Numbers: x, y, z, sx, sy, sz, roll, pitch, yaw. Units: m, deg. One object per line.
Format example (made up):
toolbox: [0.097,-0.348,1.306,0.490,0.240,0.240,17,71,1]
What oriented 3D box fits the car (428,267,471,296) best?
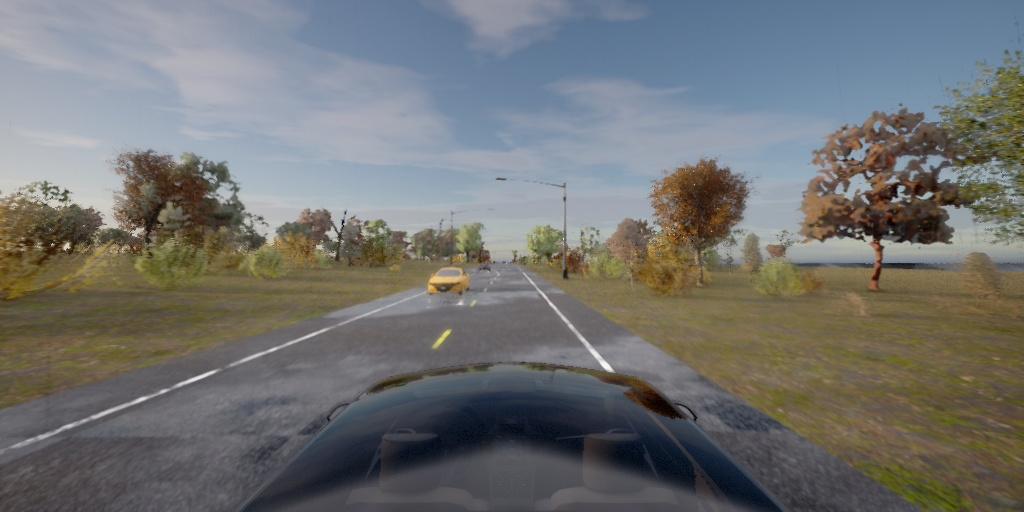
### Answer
car: [-3.598,1.426,21.240,1.882,1.535,5.008,0,-1,0]

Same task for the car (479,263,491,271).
car: [-4.820,1.964,63.070,1.994,1.385,4.181,0,-1,-6]
